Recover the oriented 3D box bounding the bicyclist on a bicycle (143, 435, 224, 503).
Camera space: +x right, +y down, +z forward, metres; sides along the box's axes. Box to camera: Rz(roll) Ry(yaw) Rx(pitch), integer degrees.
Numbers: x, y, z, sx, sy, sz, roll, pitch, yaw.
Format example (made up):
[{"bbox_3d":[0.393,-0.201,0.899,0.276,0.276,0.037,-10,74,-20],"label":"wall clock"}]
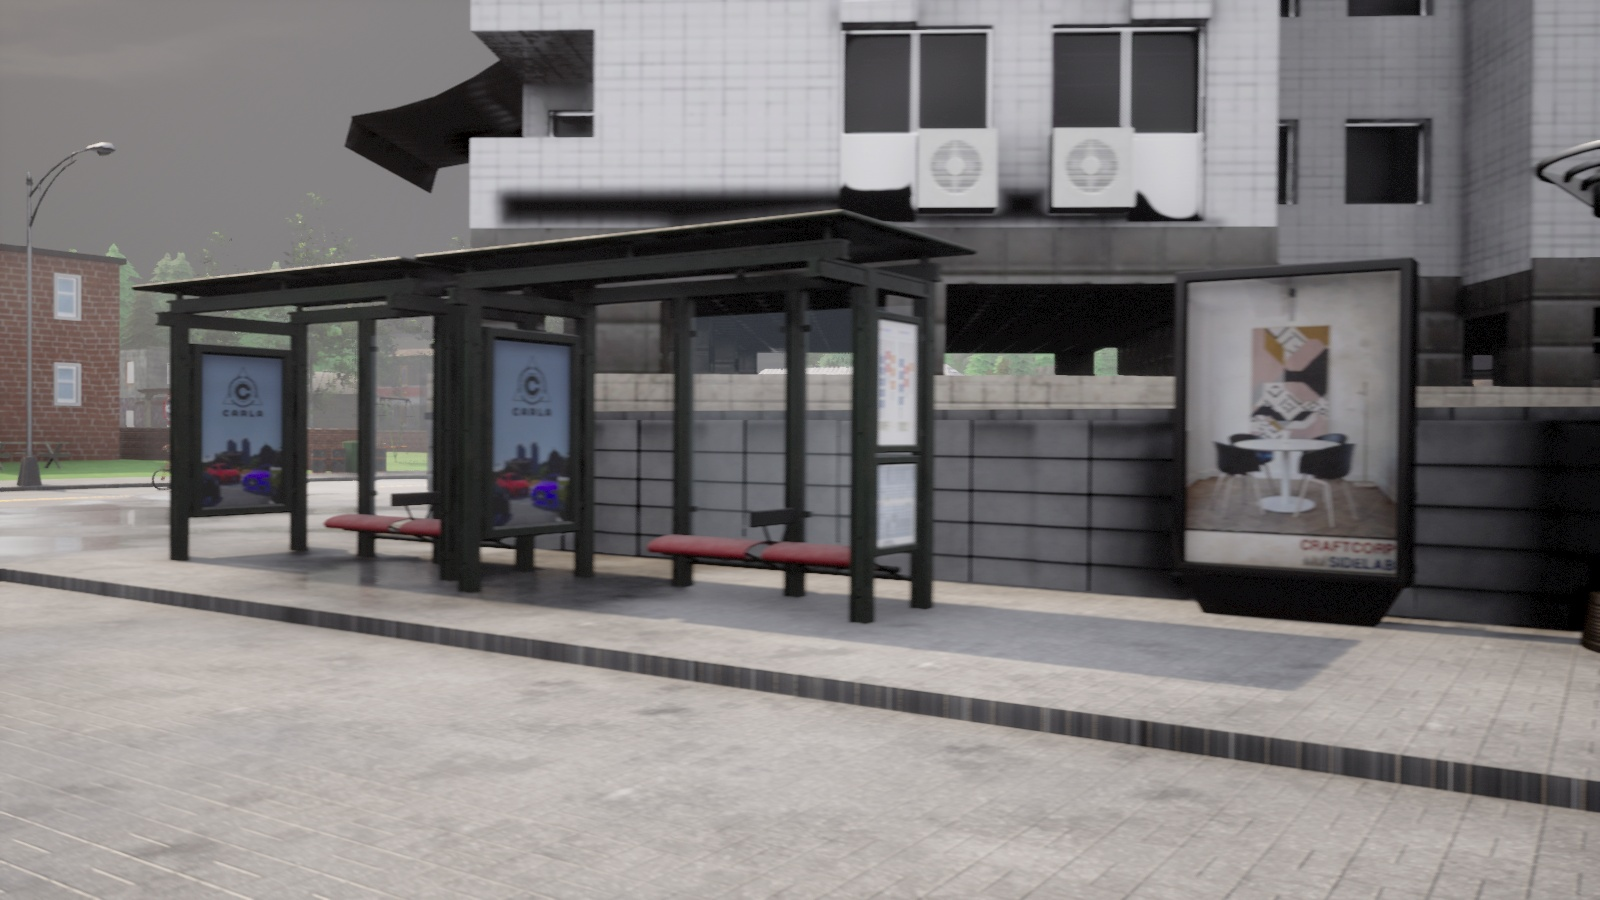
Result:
[{"bbox_3d":[-14.973,0.439,30.517,0.866,1.612,1.509,0,1,33],"label":"bicyclist on a bicycle"}]
